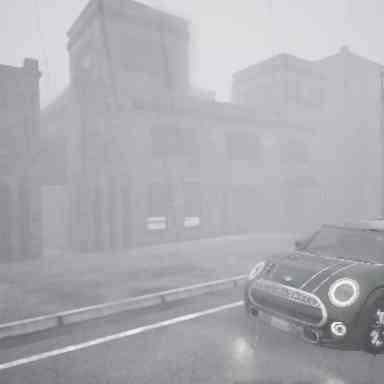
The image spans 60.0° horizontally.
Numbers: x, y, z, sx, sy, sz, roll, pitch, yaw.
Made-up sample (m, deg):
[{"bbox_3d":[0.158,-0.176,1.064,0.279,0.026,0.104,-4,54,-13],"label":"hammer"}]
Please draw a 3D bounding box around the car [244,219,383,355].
[{"bbox_3d":[3.118,1.349,6.216,4.553,1.767,2.097,0,0,-35],"label":"car"}]
